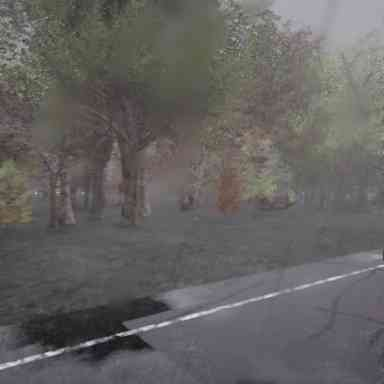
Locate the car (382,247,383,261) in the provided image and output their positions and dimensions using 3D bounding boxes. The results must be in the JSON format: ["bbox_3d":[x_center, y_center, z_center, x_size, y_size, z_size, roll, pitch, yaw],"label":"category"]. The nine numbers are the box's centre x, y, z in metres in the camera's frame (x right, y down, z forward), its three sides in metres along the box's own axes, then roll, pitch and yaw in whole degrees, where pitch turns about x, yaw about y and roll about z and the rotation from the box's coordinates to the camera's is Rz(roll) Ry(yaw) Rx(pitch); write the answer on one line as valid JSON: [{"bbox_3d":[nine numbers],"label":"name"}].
[{"bbox_3d":[7.329,1.229,8.971,5.566,2.045,2.150,0,0,-36],"label":"car"}]
